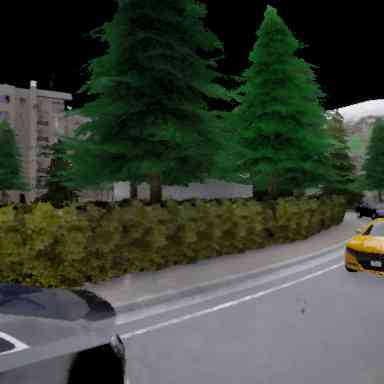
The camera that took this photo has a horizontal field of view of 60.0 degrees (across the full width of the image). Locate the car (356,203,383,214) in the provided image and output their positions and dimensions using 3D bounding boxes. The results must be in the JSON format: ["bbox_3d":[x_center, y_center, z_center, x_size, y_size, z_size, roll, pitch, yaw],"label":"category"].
[{"bbox_3d":[16.084,1.691,29.103,2.128,1.511,4.902,0,-1,4],"label":"car"}]

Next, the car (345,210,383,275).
[{"bbox_3d":[6.353,1.548,10.289,1.882,1.535,5.008,-1,0,42],"label":"car"}]

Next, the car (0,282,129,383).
[{"bbox_3d":[-2.867,1.517,2.270,4.902,1.511,2.128,0,-1,-36],"label":"car"}]
